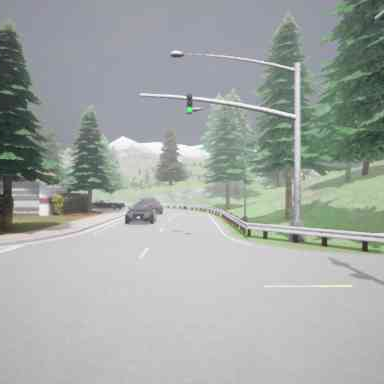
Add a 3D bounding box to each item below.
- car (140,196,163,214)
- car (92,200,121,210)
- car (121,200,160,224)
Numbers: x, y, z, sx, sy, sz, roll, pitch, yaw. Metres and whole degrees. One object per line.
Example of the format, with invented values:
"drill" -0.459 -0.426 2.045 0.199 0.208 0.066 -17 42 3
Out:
"car" -4.450 1.350 34.492 2.097 1.767 4.553 0 0 -19
"car" -10.943 1.606 42.299 4.718 1.301 1.895 0 0 15
"car" -3.718 1.563 24.694 1.994 1.385 4.181 0 0 -2
